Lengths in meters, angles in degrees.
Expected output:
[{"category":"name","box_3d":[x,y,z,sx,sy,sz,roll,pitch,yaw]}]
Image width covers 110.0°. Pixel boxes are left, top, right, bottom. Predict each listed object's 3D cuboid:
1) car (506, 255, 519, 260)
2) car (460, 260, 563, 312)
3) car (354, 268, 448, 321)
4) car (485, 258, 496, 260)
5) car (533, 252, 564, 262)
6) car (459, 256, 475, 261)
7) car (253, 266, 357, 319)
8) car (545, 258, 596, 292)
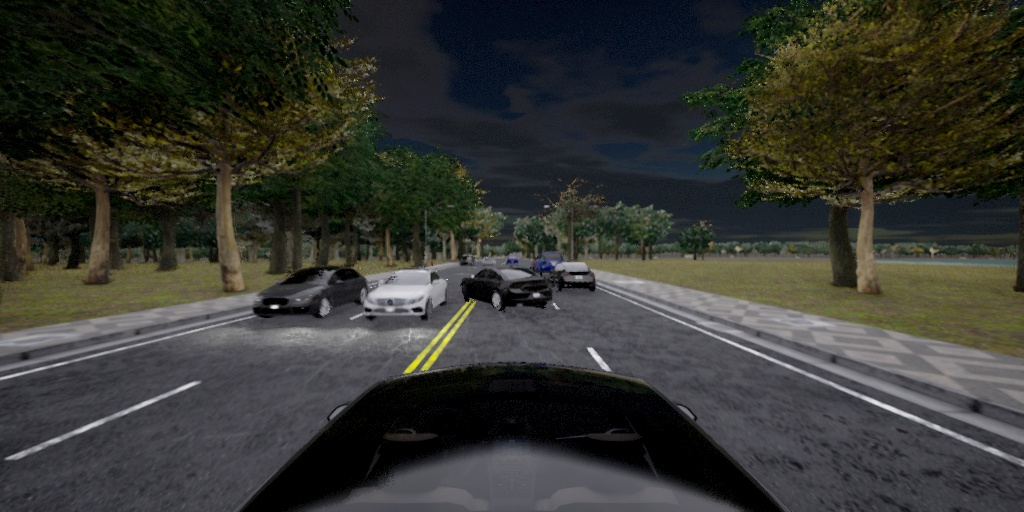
[{"category":"car","box_3d":[0.101,0.720,58.422,1.882,1.535,5.008,0,0,0]},{"category":"car","box_3d":[-0.390,1.100,13.858,1.882,1.535,5.008,-1,1,-29]},{"category":"car","box_3d":[-3.345,1.165,12.161,1.812,1.442,4.674,0,1,0]},{"category":"car","box_3d":[-3.297,0.877,52.846,1.895,1.301,4.718,0,0,0]},{"category":"car","box_3d":[3.266,0.677,30.742,2.150,2.045,5.566,0,1,0]},{"category":"car","box_3d":[-6.546,0.779,52.883,1.837,1.490,4.892,0,1,0]},{"category":"car","box_3d":[-6.594,1.142,12.383,1.837,1.490,4.892,0,1,0]},{"category":"car","box_3d":[3.260,1.067,19.744,2.163,1.488,4.792,0,1,0]}]
